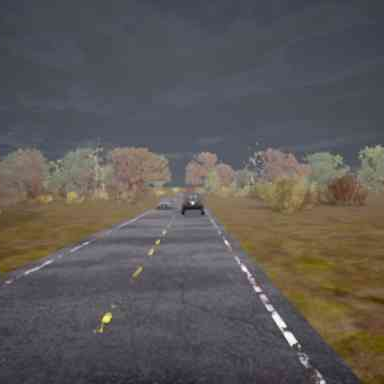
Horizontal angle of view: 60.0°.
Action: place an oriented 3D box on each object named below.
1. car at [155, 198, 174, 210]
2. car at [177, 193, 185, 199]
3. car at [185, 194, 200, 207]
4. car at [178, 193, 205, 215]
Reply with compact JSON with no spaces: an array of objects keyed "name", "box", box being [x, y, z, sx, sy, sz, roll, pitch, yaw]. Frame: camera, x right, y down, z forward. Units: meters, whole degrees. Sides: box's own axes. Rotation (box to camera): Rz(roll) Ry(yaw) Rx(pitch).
[{"name":"car","box":[-3.090,1.396,38.818,1.994,1.385,4.181,0,0,0]},{"name":"car","box":[-3.007,1.083,93.242,2.033,1.411,5.357,0,0,0]},{"name":"car","box":[0.096,1.138,48.374,2.097,1.767,4.553,0,0,0]},{"name":"car","box":[0.098,1.083,32.706,2.150,2.045,5.566,0,1,0]}]
